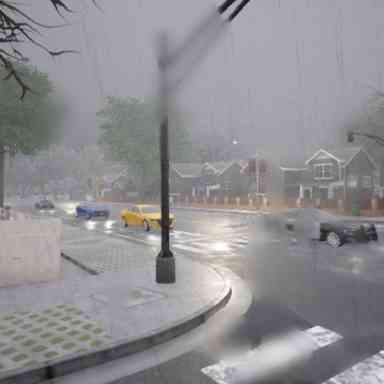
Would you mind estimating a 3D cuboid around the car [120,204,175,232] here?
[{"bbox_3d":[-2.981,1.587,21.652,1.882,1.535,5.008,-1,0,-35],"label":"car"}]

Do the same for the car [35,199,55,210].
[{"bbox_3d":[-20.909,1.768,47.074,2.033,1.411,5.357,-1,0,-35],"label":"car"}]

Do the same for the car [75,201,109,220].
[{"bbox_3d":[-9.165,1.622,30.380,1.882,1.535,5.008,-1,0,-35],"label":"car"}]

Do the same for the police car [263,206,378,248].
[{"bbox_3d":[5.639,1.468,15.285,1.930,1.638,5.238,-1,0,-35],"label":"police car"}]
